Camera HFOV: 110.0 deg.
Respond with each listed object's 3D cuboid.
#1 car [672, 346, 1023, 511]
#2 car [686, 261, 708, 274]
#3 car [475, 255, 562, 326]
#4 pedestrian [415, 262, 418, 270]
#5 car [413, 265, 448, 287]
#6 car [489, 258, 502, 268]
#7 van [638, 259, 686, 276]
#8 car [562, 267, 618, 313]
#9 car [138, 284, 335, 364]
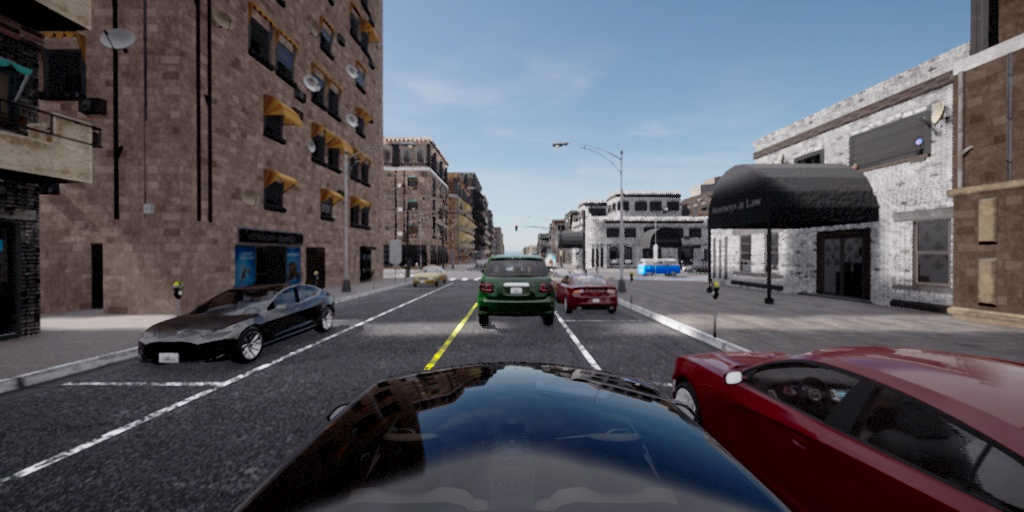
[{"bbox_3d":[2.690,1.295,2.392,1.888,1.381,4.507,0,0,0],"label":"car"},{"bbox_3d":[22.417,1.324,41.740,4.902,1.511,2.128,0,0,0],"label":"car"},{"bbox_3d":[0.122,0.979,11.843,2.150,2.045,5.566,0,0,0],"label":"car"},{"bbox_3d":[-12.516,1.247,47.107,0.500,1.100,0.500,0,0,0],"label":"pedestrian"},{"bbox_3d":[-5.633,1.296,25.035,1.751,1.417,4.829,0,0,0],"label":"car"},{"bbox_3d":[-2.894,1.181,63.676,2.097,1.767,4.553,0,0,1],"label":"car"},{"bbox_3d":[14.742,1.189,35.918,3.998,1.789,1.690,0,0,0],"label":"van"},{"bbox_3d":[2.720,1.303,13.785,1.888,1.381,4.507,0,0,0],"label":"car"},{"bbox_3d":[-5.676,1.320,8.115,1.948,1.339,4.313,0,0,0],"label":"car"}]
